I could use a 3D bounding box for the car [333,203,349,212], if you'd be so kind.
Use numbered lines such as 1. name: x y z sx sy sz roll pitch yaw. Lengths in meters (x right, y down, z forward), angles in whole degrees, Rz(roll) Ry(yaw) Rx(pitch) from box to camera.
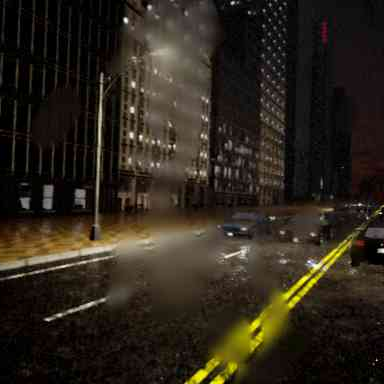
1. car: 24.252 2.523 53.910 2.033 1.411 5.357 1 0 31

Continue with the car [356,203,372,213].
1. car: 27.135 2.525 52.421 2.128 1.511 4.902 1 0 31

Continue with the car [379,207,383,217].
1. car: 22.472 2.364 37.975 2.033 1.411 5.357 1 0 29

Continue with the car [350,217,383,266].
1. car: 6.913 1.817 11.920 1.994 1.385 4.181 1 -1 31

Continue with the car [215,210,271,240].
1. car: 3.272 1.764 18.894 2.033 1.411 5.357 1 0 31

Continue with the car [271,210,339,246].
1. car: 6.043 1.818 17.194 2.033 1.411 5.357 1 0 31
